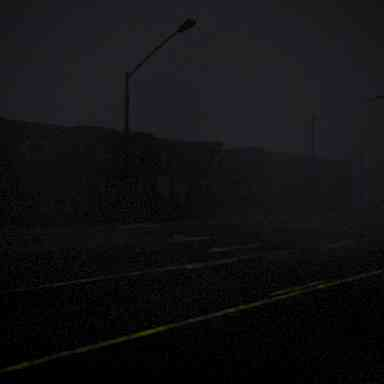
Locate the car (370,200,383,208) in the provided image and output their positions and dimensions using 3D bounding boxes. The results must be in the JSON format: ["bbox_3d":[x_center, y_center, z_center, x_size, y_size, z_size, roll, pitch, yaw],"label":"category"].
[{"bbox_3d":[31.570,2.047,54.899,1.837,1.490,4.892,1,-1,-10],"label":"car"}]
